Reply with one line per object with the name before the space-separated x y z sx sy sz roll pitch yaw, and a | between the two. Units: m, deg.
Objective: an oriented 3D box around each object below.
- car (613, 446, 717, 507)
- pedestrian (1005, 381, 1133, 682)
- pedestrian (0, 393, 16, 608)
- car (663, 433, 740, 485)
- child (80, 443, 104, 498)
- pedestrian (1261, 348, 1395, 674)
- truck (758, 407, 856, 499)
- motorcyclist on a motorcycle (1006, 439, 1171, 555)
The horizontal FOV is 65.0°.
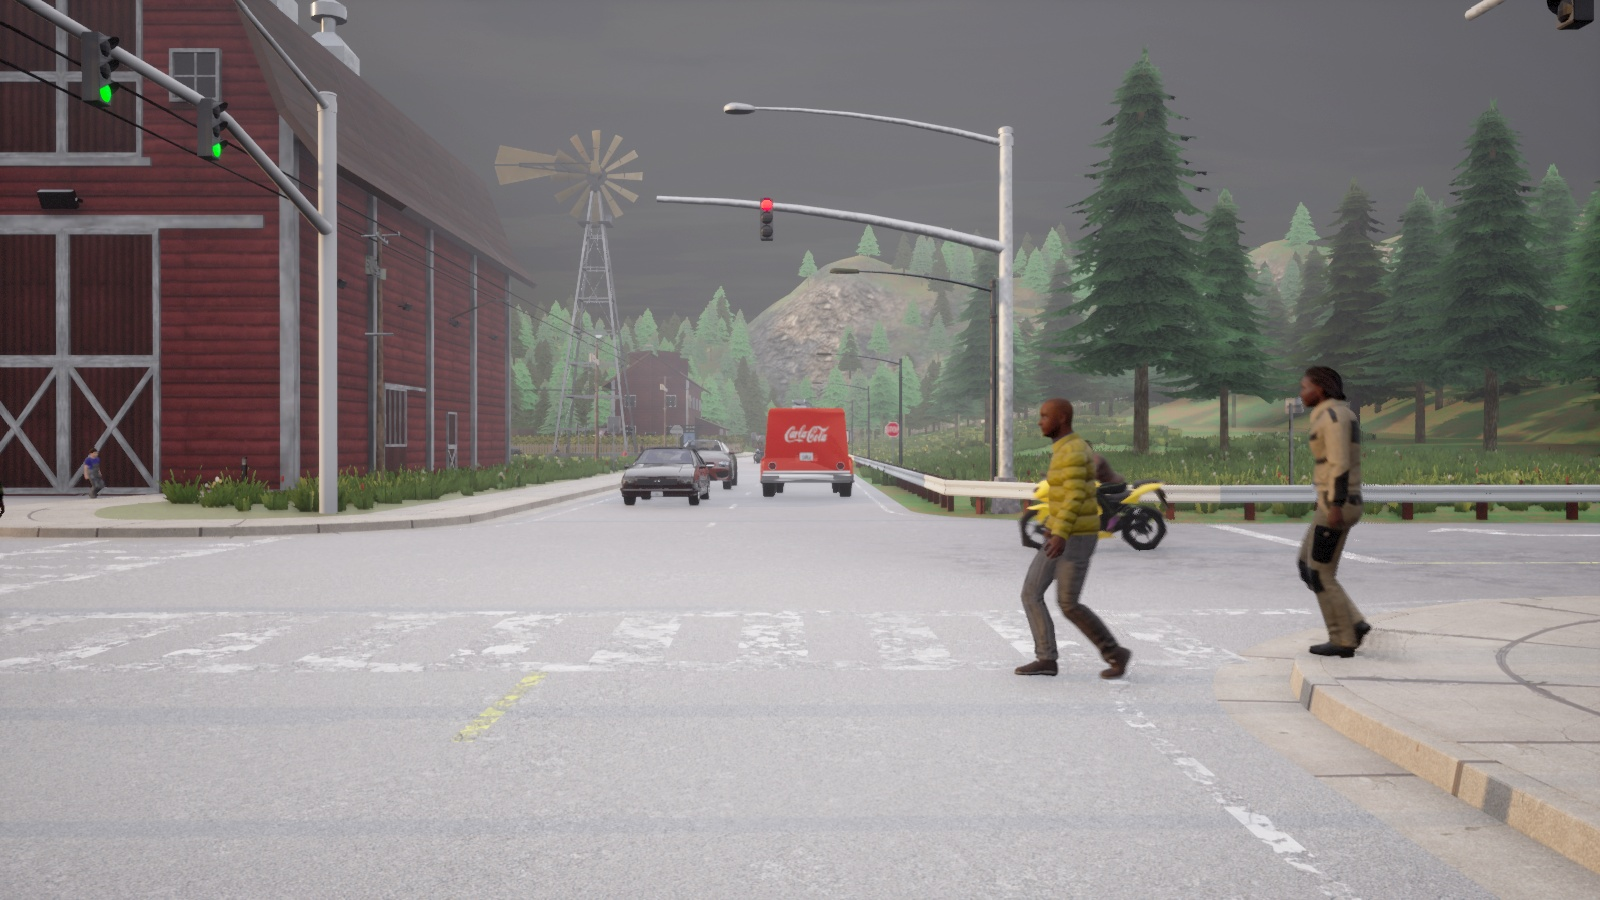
car | -3.308 0.611 31.870 2.033 1.411 5.357 0 0 0
pedestrian | 1.672 0.498 7.853 0.726 1.835 0.370 0 0 2
pedestrian | -7.346 0.453 11.149 0.395 1.930 0.692 0 0 -7
car | -3.251 0.283 42.350 2.152 1.651 5.027 0 0 0
child | -16.301 0.466 28.917 0.437 1.263 0.270 0 0 18
pedestrian | 3.272 0.360 7.791 0.692 1.930 0.396 0 0 35
truck | 0.216 0.055 36.348 2.627 2.467 5.204 0 0 1
motorcyclist on a motorcycle | 3.867 0.619 16.948 2.044 1.523 0.797 0 0 -1
